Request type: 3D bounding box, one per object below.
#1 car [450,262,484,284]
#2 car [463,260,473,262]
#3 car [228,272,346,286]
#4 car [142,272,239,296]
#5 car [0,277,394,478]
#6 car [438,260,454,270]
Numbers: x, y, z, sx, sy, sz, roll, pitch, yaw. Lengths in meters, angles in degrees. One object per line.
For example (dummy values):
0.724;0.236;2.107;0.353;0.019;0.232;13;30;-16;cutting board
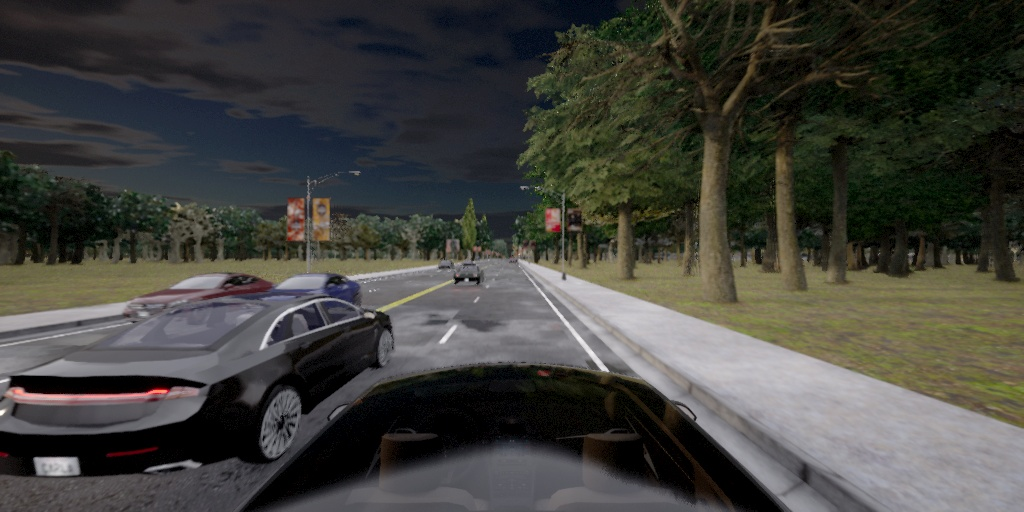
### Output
-3.145;1.382;27.095;1.895;1.301;4.718;0;0;0;car
-6.551;1.374;53.630;2.033;1.411;5.357;0;0;1;car
-6.598;1.286;11.904;1.812;1.442;4.674;0;0;0;car
-9.848;1.286;11.909;1.812;1.442;4.674;0;0;0;car
-3.154;1.244;4.913;2.128;1.511;4.902;0;0;0;car
-9.805;1.332;53.621;1.837;1.490;4.892;0;0;0;car
